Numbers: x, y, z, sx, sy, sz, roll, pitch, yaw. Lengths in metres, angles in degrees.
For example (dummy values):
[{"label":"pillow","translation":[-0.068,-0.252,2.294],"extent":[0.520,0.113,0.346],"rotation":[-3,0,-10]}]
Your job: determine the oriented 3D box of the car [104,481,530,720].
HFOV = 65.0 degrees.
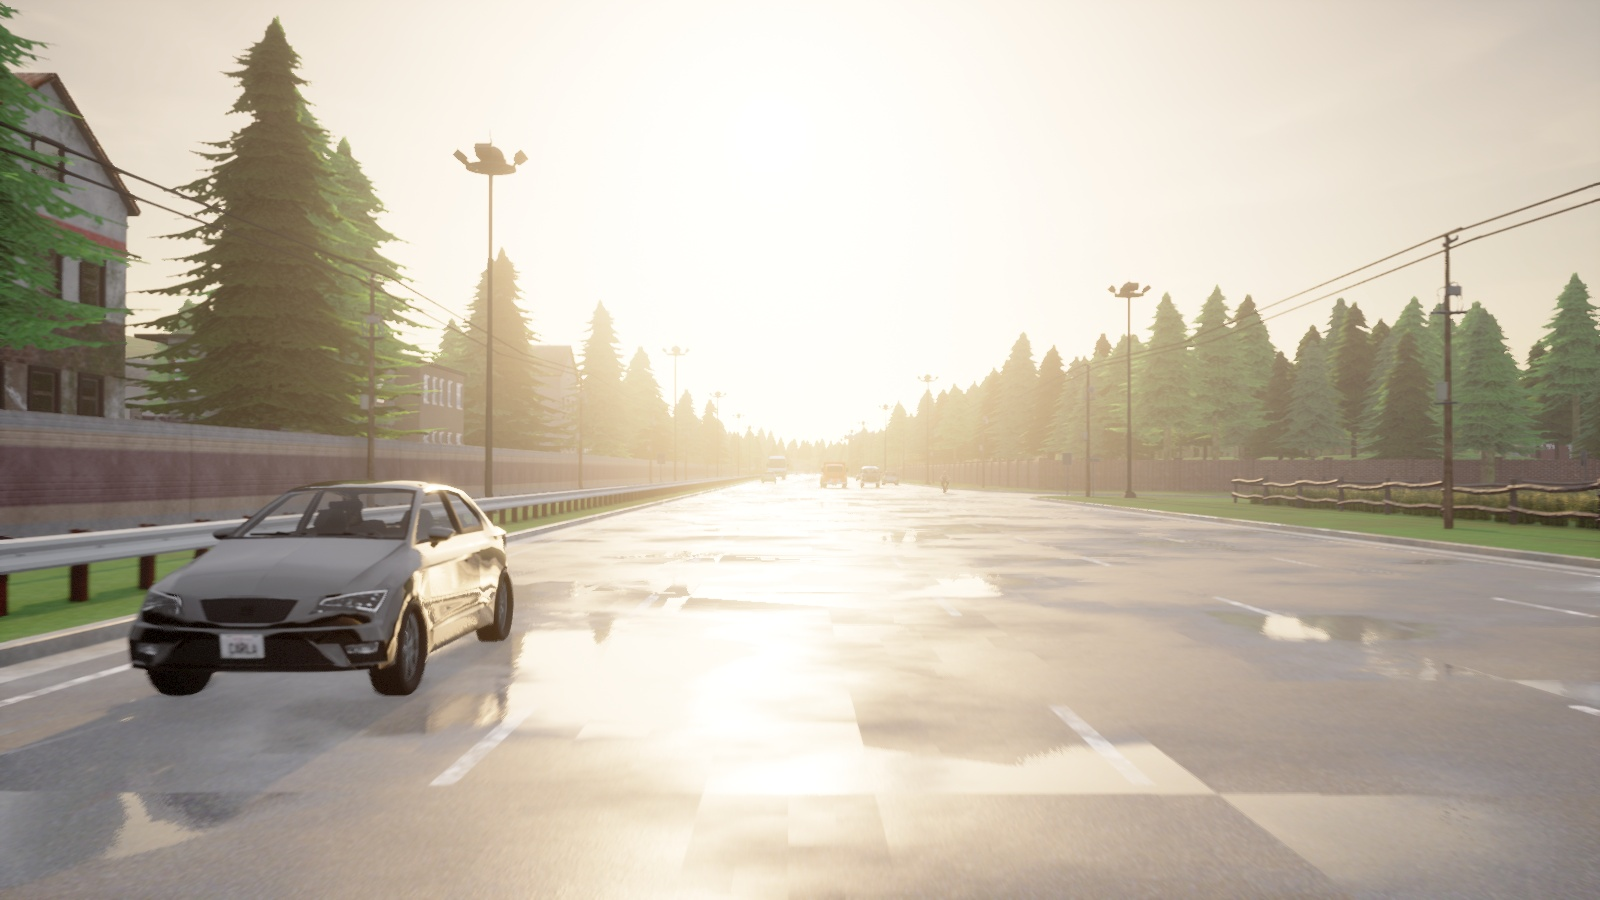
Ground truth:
[{"label":"car","translation":[-3.525,1.011,10.096],"extent":[1.816,1.474,4.193],"rotation":[0,-1,0]}]
